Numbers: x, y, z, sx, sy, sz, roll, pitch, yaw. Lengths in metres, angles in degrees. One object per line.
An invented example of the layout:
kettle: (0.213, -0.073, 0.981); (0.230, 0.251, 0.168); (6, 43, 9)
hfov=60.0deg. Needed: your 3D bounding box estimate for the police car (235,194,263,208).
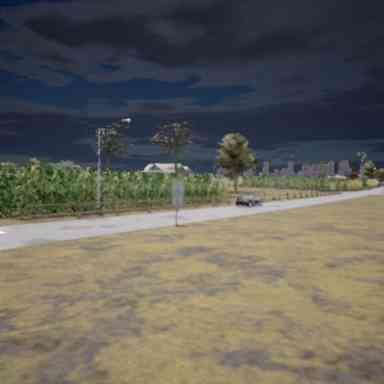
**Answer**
police car: (7.253, 1.029, 42.336); (1.930, 1.638, 5.238); (3, 2, 36)
